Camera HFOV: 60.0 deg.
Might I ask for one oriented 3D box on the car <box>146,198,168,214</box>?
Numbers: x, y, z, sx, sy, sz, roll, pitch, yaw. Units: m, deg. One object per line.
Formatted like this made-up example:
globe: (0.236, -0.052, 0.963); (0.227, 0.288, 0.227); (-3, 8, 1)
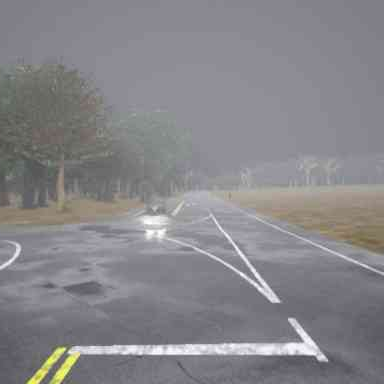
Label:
car: (-3.444, 1.342, 33.250); (2.128, 1.511, 4.902); (0, 1, 0)
